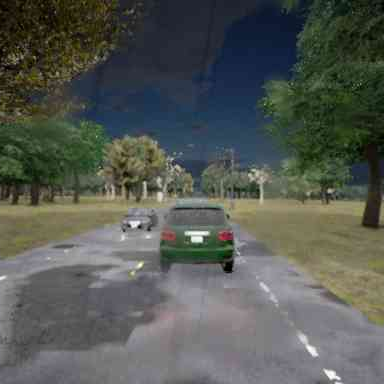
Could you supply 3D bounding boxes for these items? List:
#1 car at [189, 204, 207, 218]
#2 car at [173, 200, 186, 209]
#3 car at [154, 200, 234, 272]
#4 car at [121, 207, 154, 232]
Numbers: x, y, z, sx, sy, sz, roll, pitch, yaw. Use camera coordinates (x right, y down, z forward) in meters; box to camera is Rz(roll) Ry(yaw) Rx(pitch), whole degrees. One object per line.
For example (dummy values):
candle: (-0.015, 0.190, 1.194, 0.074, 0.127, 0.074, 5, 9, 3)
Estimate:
car: (0.673, 2.083, 37.029, 1.895, 1.301, 4.718, 0, -1, 1)
car: (-2.293, 2.301, 62.689, 2.128, 1.511, 4.902, 0, -1, 2)
car: (0.167, 1.370, 11.520, 2.150, 2.045, 5.566, 0, 0, 1)
car: (-3.371, 1.776, 22.160, 2.128, 1.511, 4.902, 0, -1, 1)
